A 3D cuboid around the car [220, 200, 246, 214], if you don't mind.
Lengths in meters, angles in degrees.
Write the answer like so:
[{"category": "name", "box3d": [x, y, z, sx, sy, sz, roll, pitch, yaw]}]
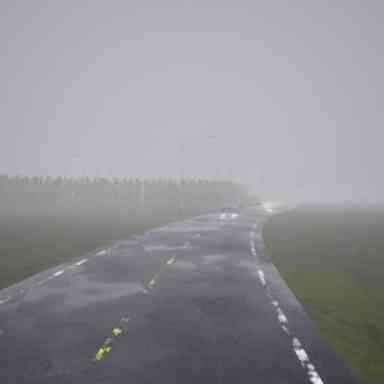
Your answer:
[{"category": "car", "box3d": [4.674, 1.584, 37.091, 2.033, 1.411, 5.357, 0, 0, 22]}]
